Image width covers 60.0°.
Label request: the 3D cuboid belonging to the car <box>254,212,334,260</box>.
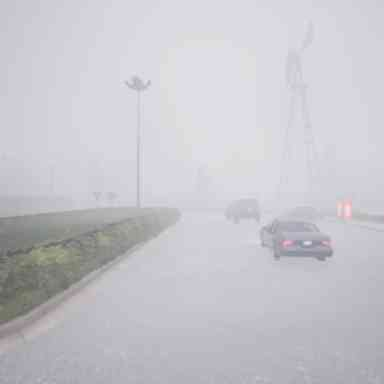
[{"bbox_3d":[3.905,1.732,13.229,2.033,1.411,5.357,0,-1,4],"label":"car"}]

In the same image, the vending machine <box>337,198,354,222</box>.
[{"bbox_3d":[13.609,1.593,29.545,1.100,2.100,0.880,0,-1,3],"label":"vending machine"}]

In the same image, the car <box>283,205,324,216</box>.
[{"bbox_3d":[9.771,1.933,29.984,3.905,1.438,1.784,0,-1,4],"label":"car"}]

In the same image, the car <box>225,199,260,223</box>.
[{"bbox_3d":[4.499,1.642,29.885,2.150,2.045,5.566,0,-1,-5],"label":"car"}]
